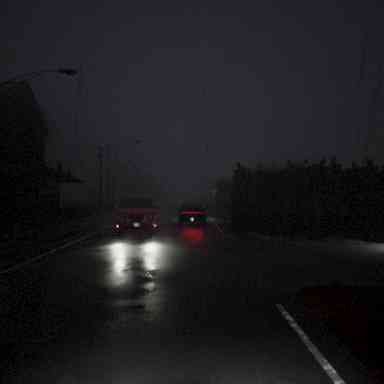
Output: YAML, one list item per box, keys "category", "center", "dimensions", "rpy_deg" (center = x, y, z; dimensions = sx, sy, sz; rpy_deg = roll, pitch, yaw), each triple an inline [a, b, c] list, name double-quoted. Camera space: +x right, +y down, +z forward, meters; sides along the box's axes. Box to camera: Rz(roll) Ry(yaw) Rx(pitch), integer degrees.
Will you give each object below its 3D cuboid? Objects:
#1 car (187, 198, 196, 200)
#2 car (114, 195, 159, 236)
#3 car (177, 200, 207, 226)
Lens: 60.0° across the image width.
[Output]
- category: "car"
  center: [-0.134, 1.636, 58.112]
  dimensions: [1.895, 1.301, 4.718]
  rpy_deg: [0, 0, 0]
- category: "car"
  center: [-3.152, 1.232, 18.884]
  dimensions: [2.150, 2.045, 5.566]
  rpy_deg: [0, 0, -10]
- category: "car"
  center: [0.007, 1.518, 23.721]
  dimensions: [1.837, 1.490, 4.892]
  rpy_deg: [0, 0, 0]
